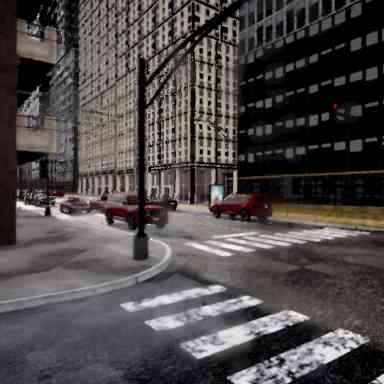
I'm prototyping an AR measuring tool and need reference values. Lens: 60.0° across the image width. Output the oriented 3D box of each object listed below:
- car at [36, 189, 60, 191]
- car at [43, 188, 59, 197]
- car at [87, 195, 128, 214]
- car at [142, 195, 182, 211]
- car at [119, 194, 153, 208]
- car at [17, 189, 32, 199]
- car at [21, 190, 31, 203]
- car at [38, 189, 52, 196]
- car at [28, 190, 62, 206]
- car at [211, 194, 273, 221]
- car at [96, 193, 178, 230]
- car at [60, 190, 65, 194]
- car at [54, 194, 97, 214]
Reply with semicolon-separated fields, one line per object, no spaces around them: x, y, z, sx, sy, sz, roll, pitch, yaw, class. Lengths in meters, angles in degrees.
-20.746;0.596;47.392;1.812;1.442;4.674;0;1;-36;car
-29.129;0.101;68.661;1.967;1.590;4.097;1;0;-36;car
-7.450;1.027;28.971;1.812;1.442;4.674;0;1;-36;car
-3.049;1.073;32.759;1.947;1.339;4.313;1;0;-36;car
-6.310;0.968;37.247;1.947;1.339;4.313;1;0;-36;car
-26.090;0.505;50.216;1.887;1.381;4.507;2;0;-36;car
-19.571;0.754;41.242;1.802;1.307;4.206;2;0;-36;car
-32.392;0.099;73.149;1.887;1.381;4.507;1;0;-36;car
-16.311;0.828;36.756;2.008;1.369;4.403;2;0;-36;car
3.478;1.030;23.783;2.192;1.841;5.009;1;0;-36;car
-3.265;1.009;18.808;2.192;1.841;5.009;2;0;-36;car
-25.872;0.312;64.174;1.887;1.381;4.507;1;0;-36;car
-9.792;1.069;27.782;1.802;1.307;4.206;2;0;-36;car
